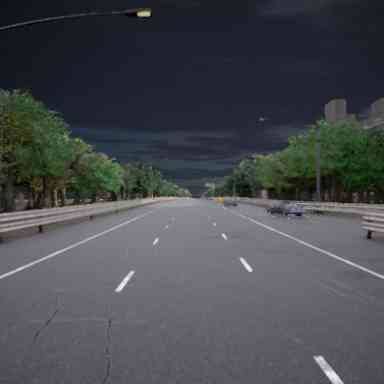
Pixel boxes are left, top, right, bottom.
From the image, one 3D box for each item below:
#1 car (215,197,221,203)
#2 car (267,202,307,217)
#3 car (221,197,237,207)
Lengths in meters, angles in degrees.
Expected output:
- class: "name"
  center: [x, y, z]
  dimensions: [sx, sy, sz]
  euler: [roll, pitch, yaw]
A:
- class: "car"
  center: [7.033, 2.038, 85.750]
  dimensions: [1.882, 1.535, 5.008]
  euler: [0, -1, 0]
- class: "car"
  center: [9.750, 1.789, 34.649]
  dimensions: [2.033, 1.411, 5.357]
  euler: [0, 0, -14]
- class: "car"
  center: [6.761, 1.963, 59.237]
  dimensions: [1.895, 1.301, 4.718]
  euler: [0, 0, -1]
